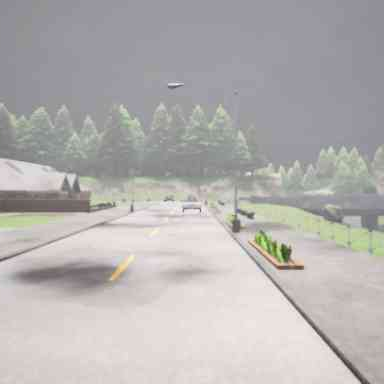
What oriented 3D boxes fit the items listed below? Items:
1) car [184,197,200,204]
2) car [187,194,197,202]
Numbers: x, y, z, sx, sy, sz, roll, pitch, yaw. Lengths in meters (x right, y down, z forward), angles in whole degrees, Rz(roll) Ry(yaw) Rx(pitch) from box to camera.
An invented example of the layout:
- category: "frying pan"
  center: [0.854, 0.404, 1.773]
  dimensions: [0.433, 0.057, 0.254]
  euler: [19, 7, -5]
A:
- category: "car"
  center: [-0.002, 1.235, 32.116]
  dimensions: [1.895, 1.301, 4.718]
  euler: [0, 0, 0]
- category: "car"
  center: [-0.005, 1.114, 64.540]
  dimensions: [1.994, 1.385, 4.181]
  euler: [0, 0, 0]
